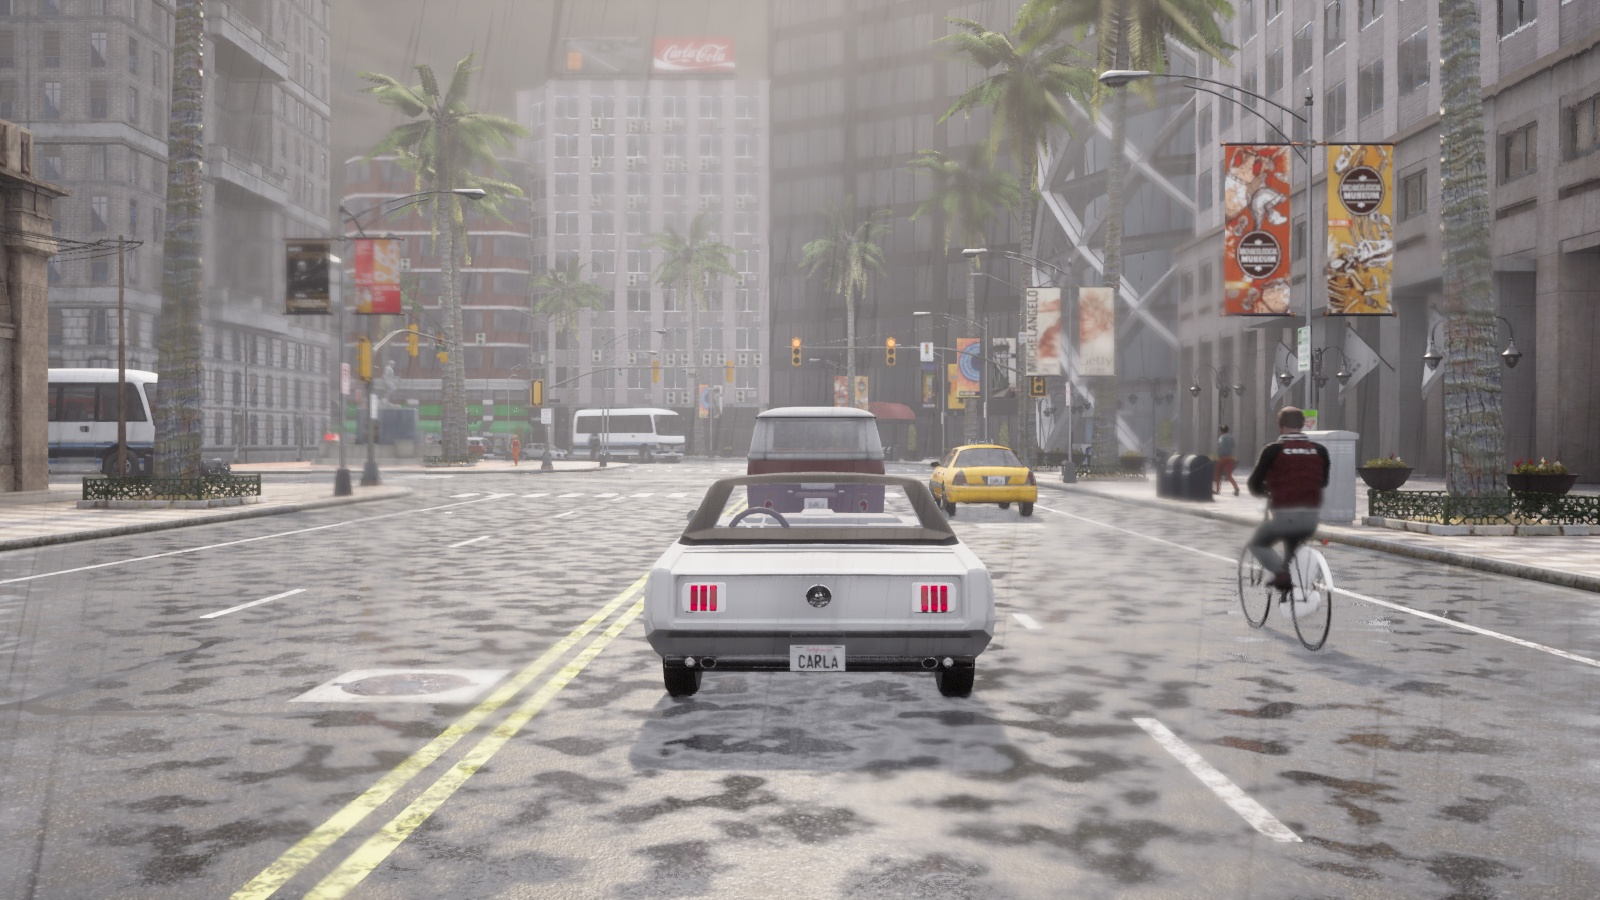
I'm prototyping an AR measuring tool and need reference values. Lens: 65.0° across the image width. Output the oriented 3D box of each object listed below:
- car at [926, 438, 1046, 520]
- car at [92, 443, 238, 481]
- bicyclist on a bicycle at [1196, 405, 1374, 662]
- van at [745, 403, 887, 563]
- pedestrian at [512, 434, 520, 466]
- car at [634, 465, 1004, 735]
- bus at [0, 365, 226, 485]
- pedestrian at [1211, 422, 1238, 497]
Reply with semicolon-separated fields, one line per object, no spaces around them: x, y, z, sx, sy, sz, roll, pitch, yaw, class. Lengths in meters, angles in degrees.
3.818;0.538;26.653;1.801;1.575;5.366;0;0;1;car
-25.251;0.449;49.998;4.892;1.490;1.837;0;0;1;car
3.635;0.566;9.581;0.659;1.776;1.843;0;1;1;bicyclist on a bicycle
0.224;0.399;17.841;1.775;1.987;4.442;0;0;1;van
-16.482;-0.021;72.789;0.345;1.836;0.594;0;0;0;pedestrian
0.125;0.797;8.803;1.895;1.301;4.718;0;0;1;car
-27.301;-0.914;46.485;10.273;4.253;3.944;0;0;0;bus
10.515;0.236;31.123;0.353;1.847;0.614;0;0;-16;pedestrian
